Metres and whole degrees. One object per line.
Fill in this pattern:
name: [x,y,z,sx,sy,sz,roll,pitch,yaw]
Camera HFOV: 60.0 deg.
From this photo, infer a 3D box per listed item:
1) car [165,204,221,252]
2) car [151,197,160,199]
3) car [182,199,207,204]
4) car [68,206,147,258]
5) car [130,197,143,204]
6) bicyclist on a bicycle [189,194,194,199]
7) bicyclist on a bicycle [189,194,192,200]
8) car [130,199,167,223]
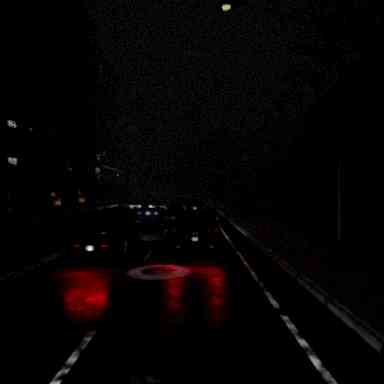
car: [0.140,1.471,13.937,1.882,1.535,5.008,0,0,1]
car: [-6.374,1.588,57.349,1.895,1.301,4.718,0,0,0]
car: [0.228,1.341,27.732,2.097,1.767,4.553,0,0,1]
car: [-3.127,1.498,12.739,1.837,1.490,4.892,0,0,1]
car: [-9.615,1.535,58.209,2.033,1.411,5.357,0,0,0]
bicyclist on a bicycle: [0.121,1.416,84.253,0.866,1.612,1.509,0,0,-3]
bicyclist on a bicycle: [-0.433,1.340,93.310,0.659,1.776,1.843,0,0,-4]
car: [-3.061,1.537,25.687,2.033,1.411,5.357,0,0,1]
